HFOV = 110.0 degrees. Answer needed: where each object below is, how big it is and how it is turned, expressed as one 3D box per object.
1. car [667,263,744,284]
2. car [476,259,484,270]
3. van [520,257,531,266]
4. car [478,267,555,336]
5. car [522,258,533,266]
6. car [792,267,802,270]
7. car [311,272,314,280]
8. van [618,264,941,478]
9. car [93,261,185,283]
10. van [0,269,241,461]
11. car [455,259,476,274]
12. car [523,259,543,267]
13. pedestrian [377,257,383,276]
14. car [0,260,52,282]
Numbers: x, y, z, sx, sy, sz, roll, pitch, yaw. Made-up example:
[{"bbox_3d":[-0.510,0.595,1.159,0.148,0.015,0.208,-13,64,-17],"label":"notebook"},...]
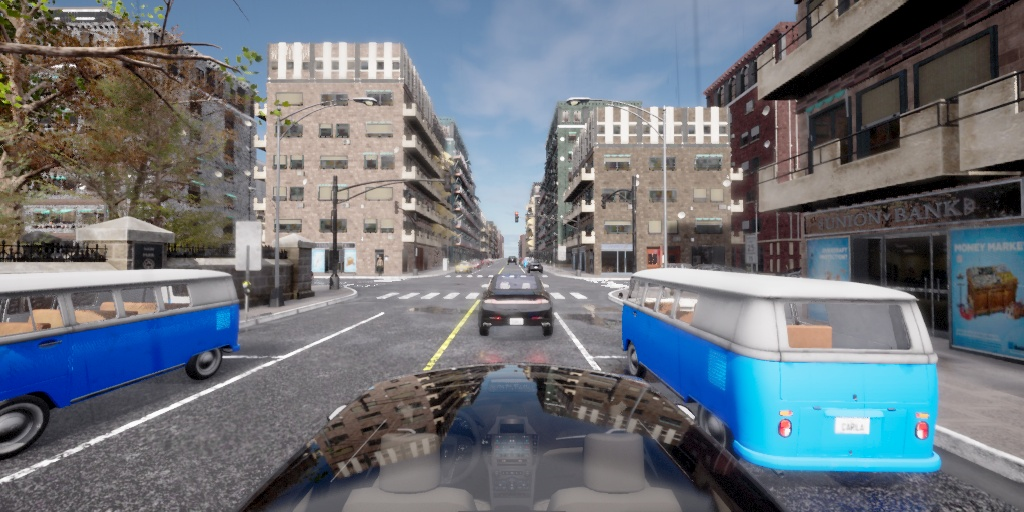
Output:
[{"bbox_3d":[15.102,1.358,28.175,5.008,1.535,1.882,0,-1,1],"label":"car"},{"bbox_3d":[-5.669,1.210,53.895,1.967,1.591,4.097,0,0,0],"label":"car"},{"bbox_3d":[2.715,1.114,59.533,1.690,1.789,3.998,0,0,0],"label":"van"},{"bbox_3d":[0.103,1.244,10.390,2.128,1.511,4.902,0,0,0],"label":"car"},{"bbox_3d":[2.710,1.318,48.249,2.007,1.370,4.403,0,0,0],"label":"car"},{"bbox_3d":[25.003,1.462,28.052,4.674,1.442,1.812,0,-1,1],"label":"car"},{"bbox_3d":[-16.578,1.000,25.364,4.553,1.767,2.097,0,-1,1],"label":"car"},{"bbox_3d":[2.660,1.092,4.659,1.690,1.789,3.998,0,0,0],"label":"van"},{"bbox_3d":[-26.404,1.120,25.483,4.674,1.442,1.812,0,-1,1],"label":"car"},{"bbox_3d":[-5.655,1.092,4.664,1.690,1.789,3.998,0,0,0],"label":"van"},{"bbox_3d":[-5.673,1.291,42.439,1.751,1.417,4.829,0,0,0],"label":"car"},{"bbox_3d":[2.708,1.331,42.606,1.948,1.339,4.313,0,0,0],"label":"car"},{"bbox_3d":[-12.526,0.968,34.054,0.375,1.860,0.375,0,-1,1],"label":"pedestrian"},{"bbox_3d":[-36.502,1.045,25.615,4.892,1.490,1.837,0,-1,1],"label":"car"}]
